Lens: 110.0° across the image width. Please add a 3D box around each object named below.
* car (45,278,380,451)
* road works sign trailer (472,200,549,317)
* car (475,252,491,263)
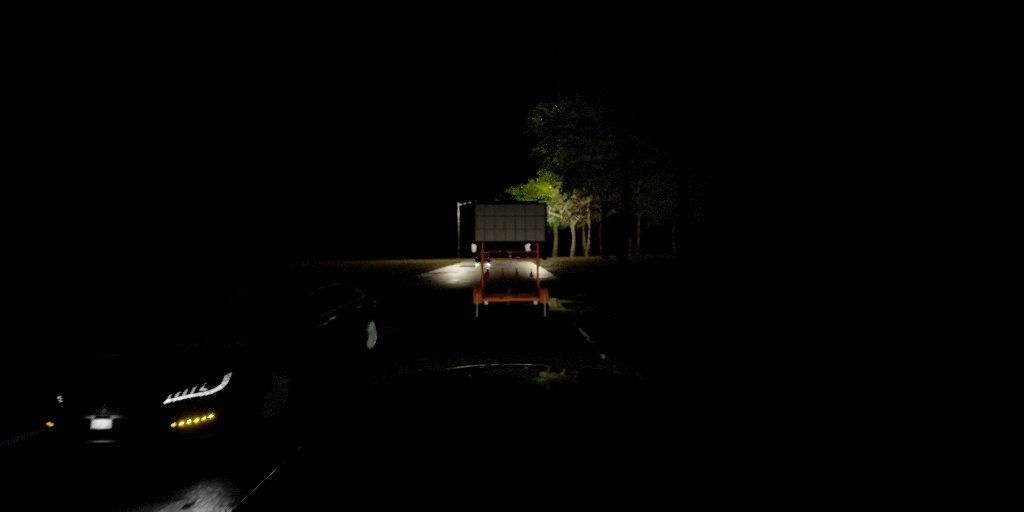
[{"bbox_3d":[-3.625,1.165,5.573,1.837,1.490,4.892,0,1,0],"label":"car"},{"bbox_3d":[-0.060,-0.027,11.940,2.380,3.560,2.880,0,0,-1],"label":"road works sign trailer"},{"bbox_3d":[-3.908,0.158,49.292,1.882,1.535,5.008,0,1,0],"label":"car"}]
